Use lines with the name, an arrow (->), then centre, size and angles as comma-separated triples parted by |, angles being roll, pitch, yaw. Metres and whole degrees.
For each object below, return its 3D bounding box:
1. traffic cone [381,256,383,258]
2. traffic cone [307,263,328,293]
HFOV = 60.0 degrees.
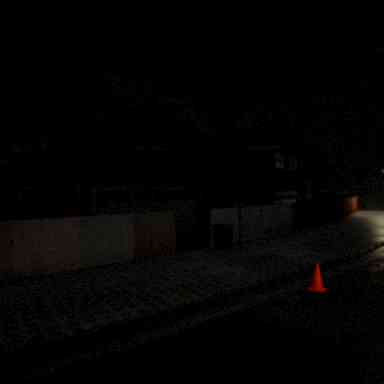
traffic cone -> 6.341, 1.845, 10.763 | 0.340, 0.580, 0.340 | -1, 0, -45
traffic cone -> 2.806, 1.892, 7.447 | 0.340, 0.580, 0.340 | -1, 0, -41
